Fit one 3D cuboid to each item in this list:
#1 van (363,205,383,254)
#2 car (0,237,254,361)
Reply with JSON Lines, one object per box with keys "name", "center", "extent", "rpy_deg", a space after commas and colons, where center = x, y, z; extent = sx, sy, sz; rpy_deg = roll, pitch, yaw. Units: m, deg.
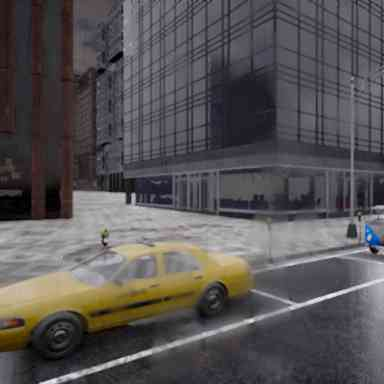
{"name": "van", "center": [7.979, 1.348, 12.268], "extent": [3.998, 1.788, 1.690], "rpy_deg": [0, 0, -35]}
{"name": "car", "center": [-1.042, 1.525, 5.895], "extent": [4.829, 1.417, 1.752], "rpy_deg": [0, 0, -35]}
